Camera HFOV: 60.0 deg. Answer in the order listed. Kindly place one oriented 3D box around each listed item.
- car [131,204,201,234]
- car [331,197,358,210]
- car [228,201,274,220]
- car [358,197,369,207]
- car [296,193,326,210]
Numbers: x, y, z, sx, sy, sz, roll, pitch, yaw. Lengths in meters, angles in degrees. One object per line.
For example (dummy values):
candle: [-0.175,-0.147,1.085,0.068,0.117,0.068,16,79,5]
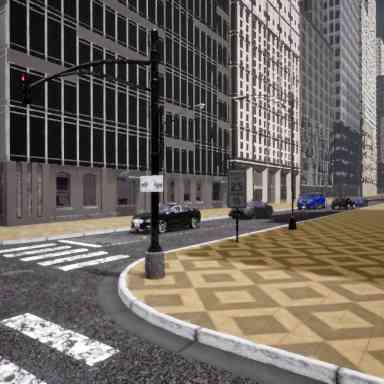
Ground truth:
car: [-1.386,1.447,19.244,2.128,1.511,4.902,0,0,37]
car: [18.385,1.359,40.405,1.837,1.490,4.892,0,0,37]
car: [5.056,1.469,27.847,2.033,1.411,5.357,0,0,37]
car: [24.597,1.369,48.773,2.033,1.411,5.357,0,0,37]
car: [14.642,1.095,40.598,2.150,2.045,5.566,0,0,37]
